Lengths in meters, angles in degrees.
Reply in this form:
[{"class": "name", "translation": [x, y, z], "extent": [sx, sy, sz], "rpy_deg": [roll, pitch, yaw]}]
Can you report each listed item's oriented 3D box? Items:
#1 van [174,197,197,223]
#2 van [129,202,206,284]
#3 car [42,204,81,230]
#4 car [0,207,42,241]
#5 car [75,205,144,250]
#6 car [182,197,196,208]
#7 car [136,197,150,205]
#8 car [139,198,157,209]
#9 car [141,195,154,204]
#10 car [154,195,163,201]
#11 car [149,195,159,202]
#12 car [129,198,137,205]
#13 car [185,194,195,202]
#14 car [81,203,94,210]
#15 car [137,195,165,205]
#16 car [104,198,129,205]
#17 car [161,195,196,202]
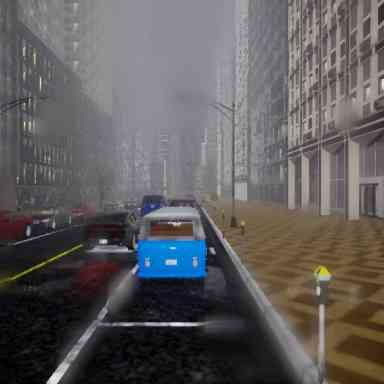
[{"class": "van", "translation": [-0.465, 1.335, 26.356], "extent": [1.690, 1.788, 3.998], "rpy_deg": [-1, 0, 0]}, {"class": "van", "translation": [-0.465, 1.338, 9.305], "extent": [1.690, 1.788, 3.998], "rpy_deg": [-1, 0, 0]}, {"class": "car", "translation": [-8.844, 1.546, 20.673], "extent": [2.008, 1.369, 4.403], "rpy_deg": [-1, 0, 0]}, {"class": "car", "translation": [-8.843, 1.541, 14.989], "extent": [1.887, 1.381, 4.507], "rpy_deg": [-1, 0, 0]}, {"class": "car", "translation": [-3.146, 1.514, 14.247], "extent": [1.837, 1.490, 4.892], "rpy_deg": [0, 0, 0]}, {"class": "car", "translation": [-0.462, 1.540, 49.090], "extent": [2.008, 1.369, 4.403], "rpy_deg": [-1, 0, 0]}, {"class": "car", "translation": [-8.843, 1.568, 60.458], "extent": [1.802, 1.307, 4.206], "rpy_deg": [-1, 0, 0]}, {"class": "car", "translation": [-6.145, 1.591, 47.248], "extent": [1.994, 1.385, 4.181], "rpy_deg": [0, 0, 0]}, {"class": "car", "translation": [-8.844, 1.425, 66.141], "extent": [1.967, 1.590, 4.097], "rpy_deg": [-1, 0, 0]}, {"class": "car", "translation": [-8.843, 1.544, 88.876], "extent": [1.947, 1.339, 4.313], "rpy_deg": [-1, 0, 0]}, {"class": "car", "translation": [-8.843, 1.507, 77.339], "extent": [1.752, 1.417, 4.829], "rpy_deg": [-1, 0, 0]}, {"class": "car", "translation": [-8.843, 1.540, 49.090], "extent": [2.008, 1.369, 4.403], "rpy_deg": [-1, 0, 0]}, {"class": "car", "translation": [-0.465, 1.297, 77.509], "extent": [2.192, 1.841, 5.009], "rpy_deg": [-1, 0, 0]}, {"class": "car", "translation": [-8.843, 1.576, 26.356], "extent": [1.802, 1.307, 4.206], "rpy_deg": [-1, 0, 0]}, {"class": "car", "translation": [-3.146, 1.252, 29.276], "extent": [2.150, 2.045, 5.566], "rpy_deg": [0, 0, 0]}, {"class": "car", "translation": [-8.843, 1.543, 37.724], "extent": [2.008, 1.369, 4.403], "rpy_deg": [-1, 0, 0]}, {"class": "car", "translation": [-0.465, 1.310, 20.672], "extent": [2.192, 1.841, 5.009], "rpy_deg": [-1, 0, 0]}]
